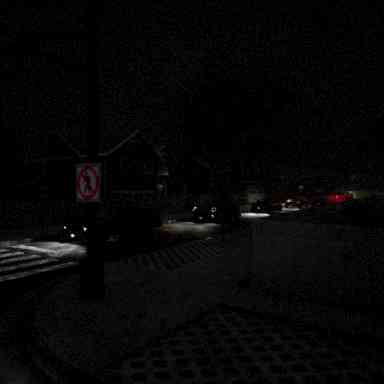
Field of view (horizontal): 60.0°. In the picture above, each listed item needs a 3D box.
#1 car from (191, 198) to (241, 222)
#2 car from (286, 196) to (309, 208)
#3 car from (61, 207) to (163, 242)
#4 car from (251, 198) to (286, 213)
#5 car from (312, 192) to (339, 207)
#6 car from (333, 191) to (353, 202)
[{"bbox_3d":[1.857,1.187,24.671,2.097,1.767,4.553,0,1,34],"label":"car"},{"bbox_3d":[13.022,1.197,41.117,1.812,1.442,4.674,0,1,34],"label":"car"},{"bbox_3d":[-3.654,1.460,16.469,2.033,1.411,5.357,0,1,34],"label":"car"},{"bbox_3d":[7.395,1.319,32.869,1.994,1.385,4.181,0,1,35],"label":"car"},{"bbox_3d":[16.083,1.145,40.519,1.882,1.535,5.008,0,1,35],"label":"car"},{"bbox_3d":[21.934,0.802,48.679,2.150,2.045,5.566,0,1,38],"label":"car"}]
